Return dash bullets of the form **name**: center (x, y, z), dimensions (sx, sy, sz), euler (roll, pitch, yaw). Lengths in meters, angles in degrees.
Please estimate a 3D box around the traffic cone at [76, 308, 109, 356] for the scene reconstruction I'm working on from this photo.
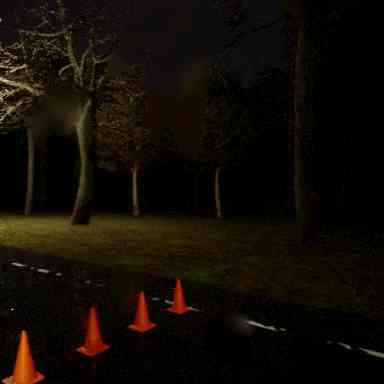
- **traffic cone**: center (-1.434, 1.974, 4.813), dimensions (0.340, 0.580, 0.340), euler (0, 0, 36)

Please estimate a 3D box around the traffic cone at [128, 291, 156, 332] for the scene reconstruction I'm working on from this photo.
- **traffic cone**: center (-0.850, 1.979, 5.624), dimensions (0.340, 0.580, 0.340), euler (0, 0, 36)

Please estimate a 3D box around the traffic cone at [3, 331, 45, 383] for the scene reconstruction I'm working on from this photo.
- **traffic cone**: center (-2.018, 1.969, 4.002), dimensions (0.340, 0.580, 0.340), euler (0, 0, 36)

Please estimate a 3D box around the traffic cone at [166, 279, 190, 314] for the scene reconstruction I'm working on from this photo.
- **traffic cone**: center (-0.265, 1.984, 6.436), dimensions (0.340, 0.580, 0.340), euler (0, 0, 36)
